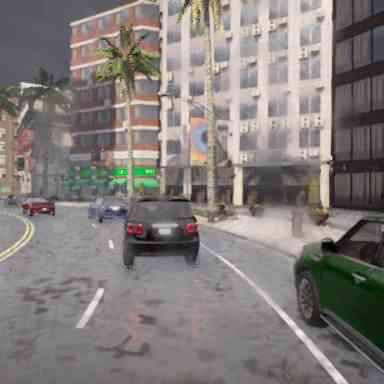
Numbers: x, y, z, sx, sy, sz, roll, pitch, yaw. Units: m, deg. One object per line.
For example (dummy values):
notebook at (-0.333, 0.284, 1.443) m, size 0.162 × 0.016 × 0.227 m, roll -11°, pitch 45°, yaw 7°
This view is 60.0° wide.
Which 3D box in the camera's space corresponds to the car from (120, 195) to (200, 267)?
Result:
car at (-1.254, 1.120, 11.340) m, size 2.150 × 2.045 × 5.566 m, roll 0°, pitch 0°, yaw -12°

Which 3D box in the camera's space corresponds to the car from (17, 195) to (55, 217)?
car at (-13.024, 1.166, 28.024) m, size 1.882 × 1.535 × 5.008 m, roll 0°, pitch 0°, yaw -37°

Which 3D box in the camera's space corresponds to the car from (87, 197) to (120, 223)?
car at (-6.080, 1.121, 23.803) m, size 2.097 × 1.767 × 4.553 m, roll 0°, pitch 0°, yaw -28°

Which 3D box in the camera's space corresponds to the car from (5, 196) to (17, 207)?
car at (-20.458, 1.089, 40.076) m, size 5.357 × 1.411 × 2.033 m, roll 1°, pitch 1°, yaw 36°

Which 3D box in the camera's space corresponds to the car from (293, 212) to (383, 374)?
car at (2.995, 1.209, 3.840) m, size 2.150 × 2.045 × 5.566 m, roll 0°, pitch 0°, yaw -1°
